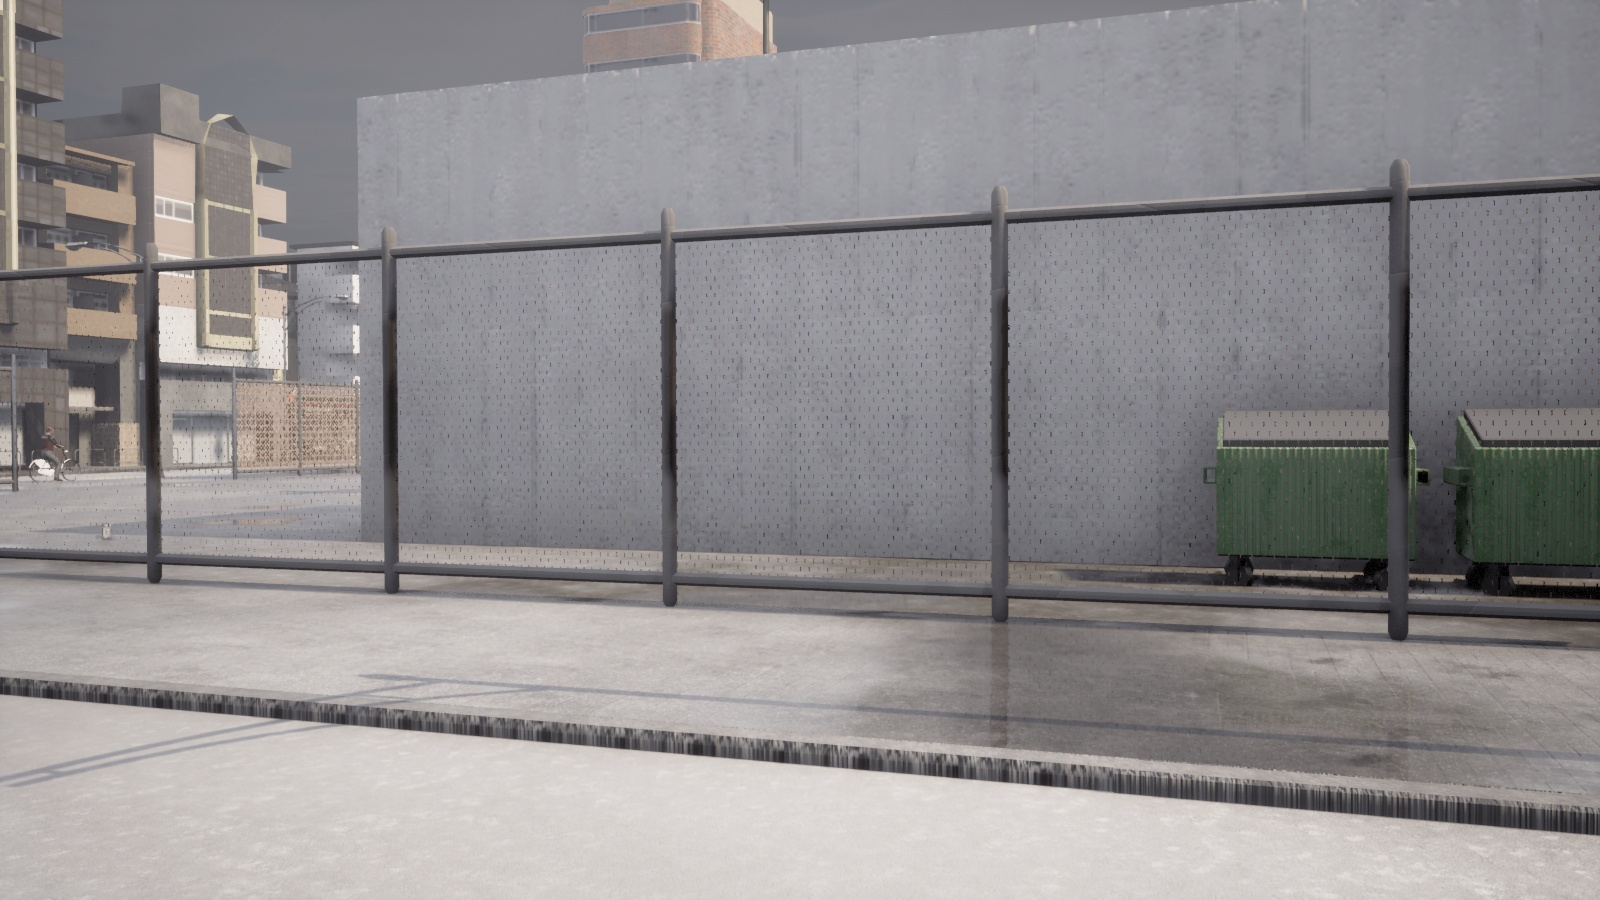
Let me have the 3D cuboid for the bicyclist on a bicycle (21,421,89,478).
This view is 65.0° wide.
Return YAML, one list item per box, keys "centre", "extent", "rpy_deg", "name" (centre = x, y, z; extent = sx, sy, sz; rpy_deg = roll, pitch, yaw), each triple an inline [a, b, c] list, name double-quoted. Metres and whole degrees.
- centre: [-23.671, -0.031, 39.939]
  extent: [0.659, 1.776, 1.843]
  rpy_deg: [1, 1, 19]
  name: "bicyclist on a bicycle"
